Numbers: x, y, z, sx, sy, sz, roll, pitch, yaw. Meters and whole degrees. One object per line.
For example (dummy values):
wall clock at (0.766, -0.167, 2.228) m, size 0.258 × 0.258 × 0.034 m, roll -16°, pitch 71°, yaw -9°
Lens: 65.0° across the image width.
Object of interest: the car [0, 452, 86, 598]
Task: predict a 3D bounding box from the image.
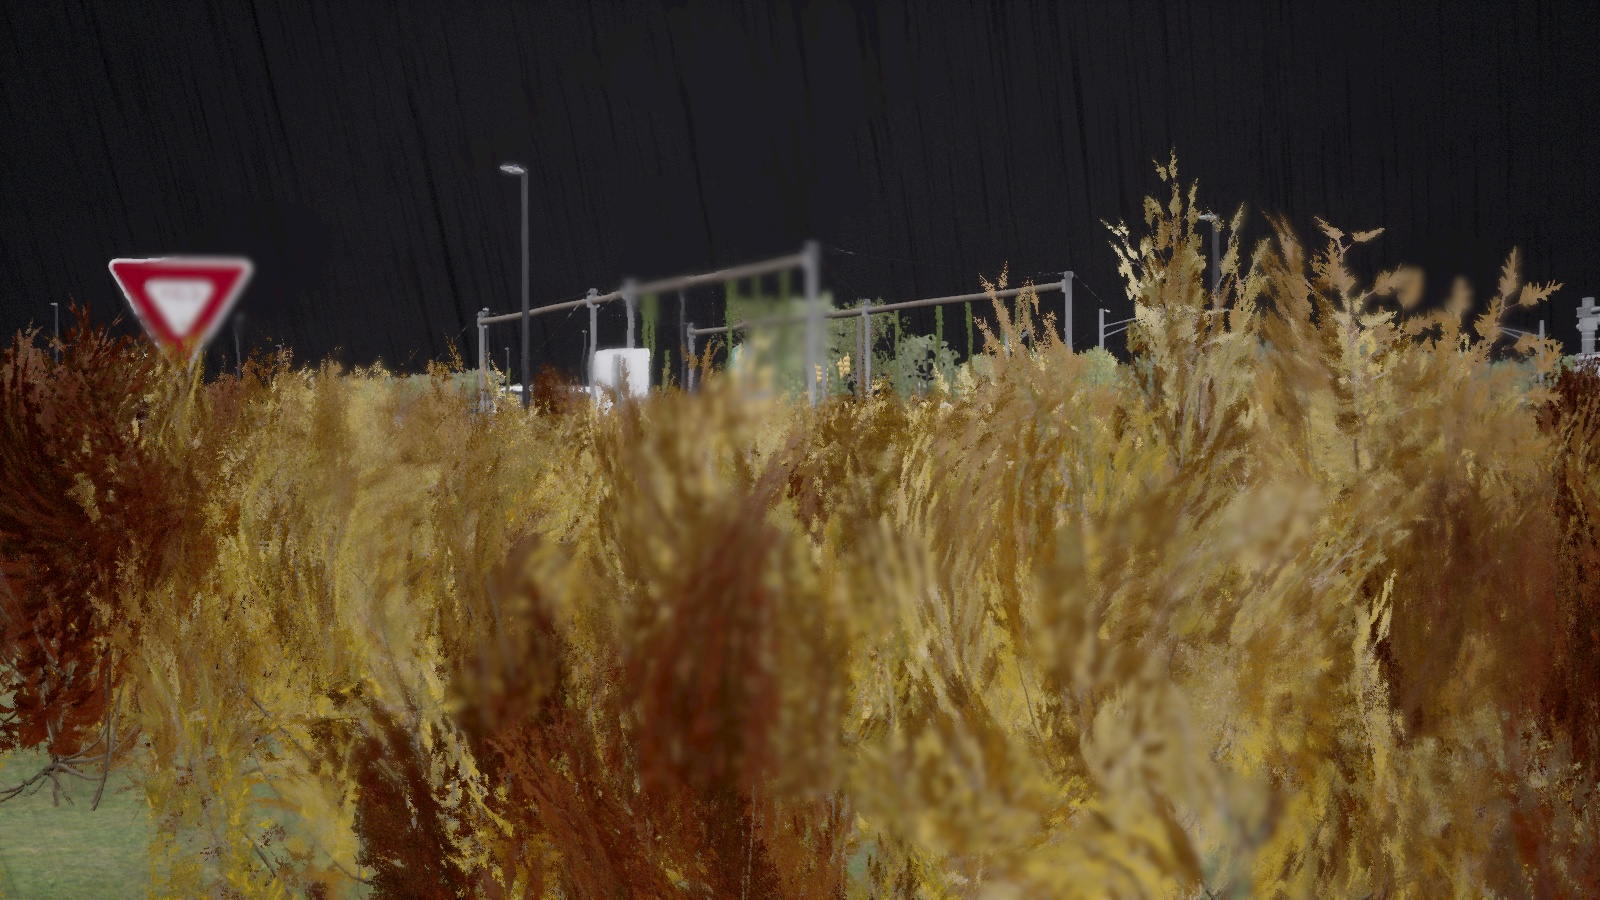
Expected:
car at (-10.418, 0.753, 13.386) m, size 4.674 × 1.442 × 1.812 m, roll 1°, pitch 2°, yaw 6°

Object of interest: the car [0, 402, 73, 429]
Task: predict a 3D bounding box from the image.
car at (-48.511, -2.195, 79.186) m, size 4.193 × 1.474 × 1.816 m, roll 3°, pitch 0°, yaw -10°
